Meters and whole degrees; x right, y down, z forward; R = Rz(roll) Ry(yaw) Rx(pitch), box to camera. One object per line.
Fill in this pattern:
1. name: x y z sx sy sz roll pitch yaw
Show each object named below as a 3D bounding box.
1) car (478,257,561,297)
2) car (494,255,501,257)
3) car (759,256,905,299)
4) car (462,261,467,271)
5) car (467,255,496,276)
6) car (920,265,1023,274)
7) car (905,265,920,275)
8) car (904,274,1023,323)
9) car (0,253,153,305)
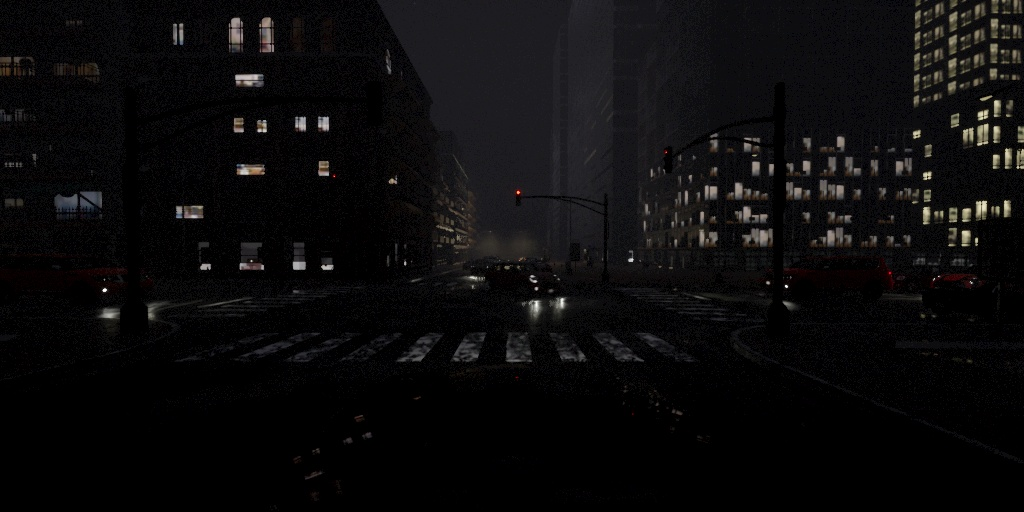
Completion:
1. car: 0.470 1.094 18.972 2.097 1.767 4.553 0 0 -38
2. car: -3.115 0.913 51.563 2.150 2.045 5.566 0 1 1
3. car: 15.703 1.020 18.077 5.566 2.045 2.150 0 1 1
4. car: -5.723 1.270 49.356 1.948 1.339 4.313 0 0 0
5. car: -3.118 1.071 37.279 2.097 1.767 4.553 0 0 0
6. car: 24.095 1.189 17.967 4.553 1.767 2.097 0 1 1
7. car: 23.361 1.230 20.711 4.097 1.591 1.967 0 0 1
8. car: 16.708 1.445 12.159 4.403 1.370 2.007 0 0 1
9. car: -18.849 0.911 15.324 5.566 2.045 2.150 0 1 1
